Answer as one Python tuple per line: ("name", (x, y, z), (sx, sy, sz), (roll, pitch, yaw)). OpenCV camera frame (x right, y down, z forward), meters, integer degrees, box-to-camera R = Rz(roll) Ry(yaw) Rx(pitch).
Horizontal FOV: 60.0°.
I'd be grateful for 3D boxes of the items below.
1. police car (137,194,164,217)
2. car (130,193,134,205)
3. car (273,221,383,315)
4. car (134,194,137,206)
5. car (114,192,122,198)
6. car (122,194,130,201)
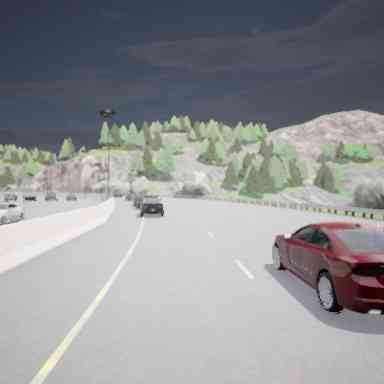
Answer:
("police car", (-3.449, 1.162, 28.380), (1.930, 1.638, 5.238), (0, 1, -9))
("car", (-6.782, 1.098, 44.293), (1.837, 1.490, 4.892), (0, 1, -14))
("car", (3.314, 1.399, 7.549), (1.882, 1.535, 5.008), (0, 1, -2))
("car", (-5.358, 1.152, 38.321), (1.837, 1.490, 4.892), (0, 1, -12))
("car", (-17.639, 0.662, 77.962), (1.994, 1.385, 4.181), (0, 1, -27))
("car", (-11.256, 0.978, 62.427), (2.033, 1.411, 5.357), (0, 1, -20))
